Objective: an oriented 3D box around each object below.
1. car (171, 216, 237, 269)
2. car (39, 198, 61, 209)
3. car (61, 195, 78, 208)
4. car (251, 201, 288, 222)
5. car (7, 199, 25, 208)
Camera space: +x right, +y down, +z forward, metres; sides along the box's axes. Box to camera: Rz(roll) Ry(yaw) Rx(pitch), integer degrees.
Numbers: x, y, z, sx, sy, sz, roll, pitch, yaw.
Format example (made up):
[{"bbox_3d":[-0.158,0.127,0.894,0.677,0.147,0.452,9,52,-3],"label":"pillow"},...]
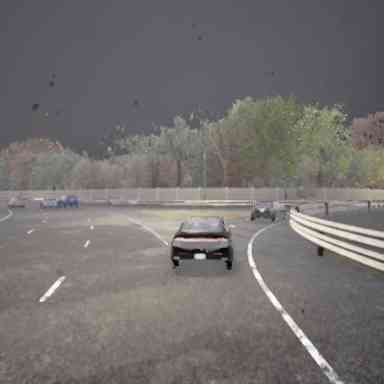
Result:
[{"bbox_3d":[0.484,1.557,11.472,2.128,1.511,4.902,0,0,6],"label":"car"},{"bbox_3d":[-21.737,1.837,50.206,2.033,1.411,5.357,0,0,-33],"label":"car"},{"bbox_3d":[-20.268,1.530,54.244,2.150,2.045,5.566,0,-1,-35],"label":"car"},{"bbox_3d":[6.642,1.512,28.179,2.097,1.767,4.553,0,0,31],"label":"car"},{"bbox_3d":[-28.055,1.869,53.023,1.994,1.385,4.181,0,-1,-37],"label":"car"}]
